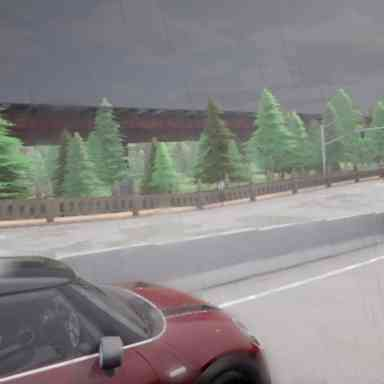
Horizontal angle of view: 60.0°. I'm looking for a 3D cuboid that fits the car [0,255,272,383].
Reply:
[{"bbox_3d":[-1.447,1.349,2.717,4.553,1.767,2.097,0,0,-36],"label":"car"}]
